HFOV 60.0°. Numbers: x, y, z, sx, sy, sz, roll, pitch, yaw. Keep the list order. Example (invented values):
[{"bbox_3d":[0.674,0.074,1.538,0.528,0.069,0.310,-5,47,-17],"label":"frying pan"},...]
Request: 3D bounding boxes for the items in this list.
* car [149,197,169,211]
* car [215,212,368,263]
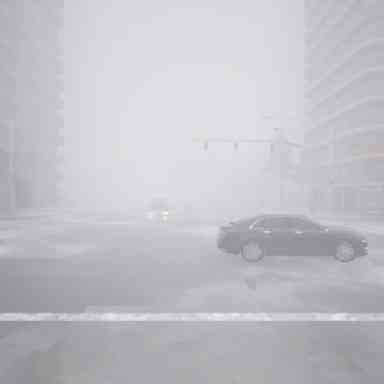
[{"bbox_3d":[-3.598,1.319,37.250,1.837,1.490,4.892,0,1,0],"label":"car"},{"bbox_3d":[3.244,1.457,11.145,4.892,1.490,1.837,0,0,0],"label":"car"}]
